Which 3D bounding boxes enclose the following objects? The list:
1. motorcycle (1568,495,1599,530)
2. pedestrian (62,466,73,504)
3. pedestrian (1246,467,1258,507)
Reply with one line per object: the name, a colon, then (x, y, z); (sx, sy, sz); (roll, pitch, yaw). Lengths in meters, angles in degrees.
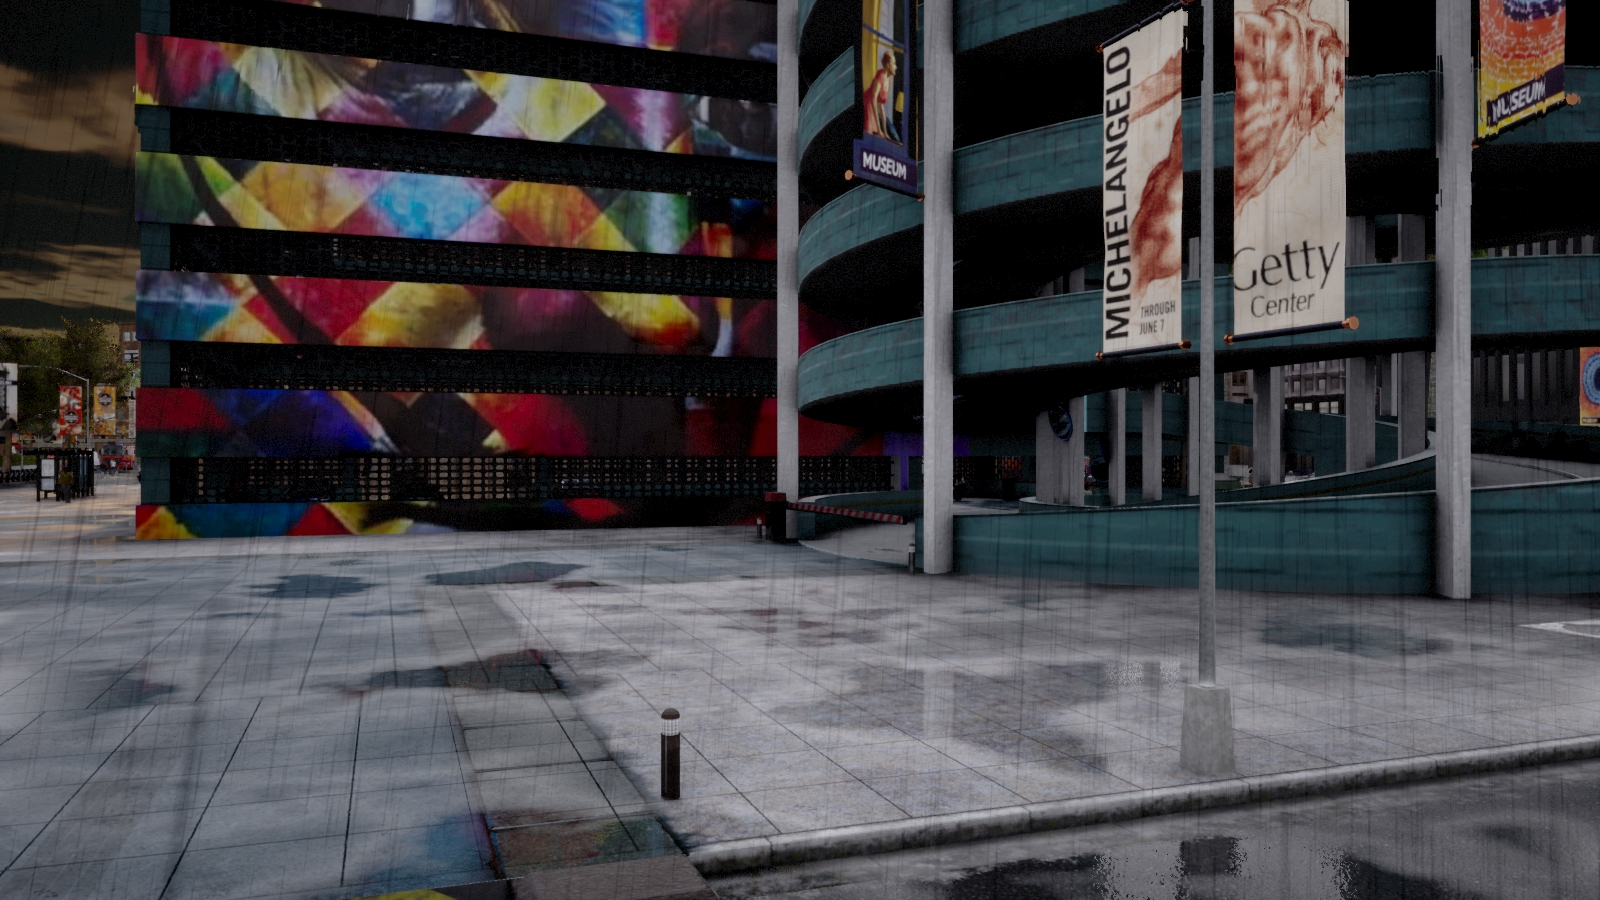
motorcycle: (28.552, 2.229, 40.726); (0.803, 1.145, 2.033); (0, 0, -7)
pedestrian: (-35.798, 1.691, 55.821); (0.375, 1.860, 0.375); (0, 0, -20)
pedestrian: (21.224, 1.713, 53.668); (0.375, 1.860, 0.375); (0, 0, -18)
